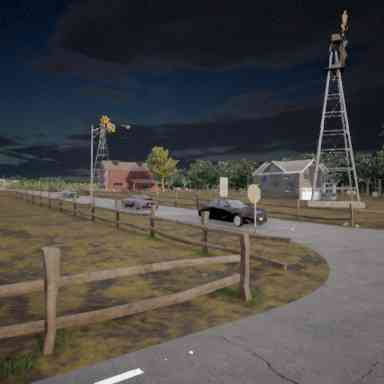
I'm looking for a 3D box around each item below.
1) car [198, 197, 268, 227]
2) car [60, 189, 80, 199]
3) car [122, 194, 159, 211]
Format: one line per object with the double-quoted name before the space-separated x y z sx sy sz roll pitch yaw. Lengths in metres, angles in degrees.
"car" 2.340 1.128 20.110 1.882 1.535 5.008 0 1 -35
"car" -17.646 0.234 47.994 1.994 1.385 4.181 0 2 -35
"car" -4.702 0.897 29.932 1.994 1.385 4.181 0 2 -36
